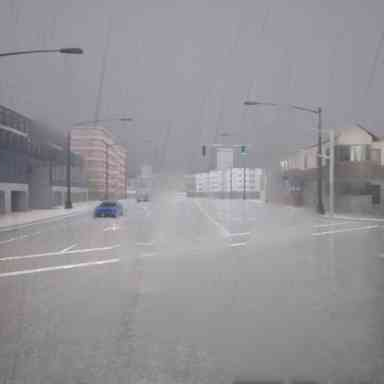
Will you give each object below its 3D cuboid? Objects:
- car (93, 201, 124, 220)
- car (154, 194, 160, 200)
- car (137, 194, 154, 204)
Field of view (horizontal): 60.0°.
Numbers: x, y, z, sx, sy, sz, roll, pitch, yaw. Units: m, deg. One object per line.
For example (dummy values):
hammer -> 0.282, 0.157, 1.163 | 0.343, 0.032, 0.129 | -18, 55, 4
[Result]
car -> -7.213, 1.552, 29.140 | 1.882, 1.535, 5.008 | 0, 1, -2
car -> -8.706, 1.239, 79.925 | 2.033, 1.411, 5.357 | 0, -1, -2
car -> -7.966, 1.111, 54.801 | 2.128, 1.511, 4.902 | 0, 1, -2
